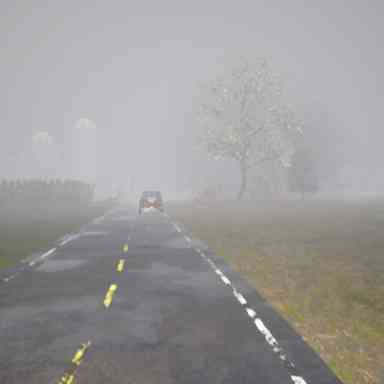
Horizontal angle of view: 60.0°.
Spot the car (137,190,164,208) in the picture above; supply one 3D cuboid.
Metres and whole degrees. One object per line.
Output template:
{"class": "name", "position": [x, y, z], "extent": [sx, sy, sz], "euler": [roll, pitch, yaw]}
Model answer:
{"class": "car", "position": [-3.697, 0.790, 29.912], "extent": [2.150, 2.045, 5.566], "euler": [0, 0, -8]}

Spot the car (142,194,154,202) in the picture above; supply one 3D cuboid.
{"class": "car", "position": [-7.984, 1.059, 60.213], "extent": [2.128, 1.511, 4.902], "euler": [0, 0, -7]}
